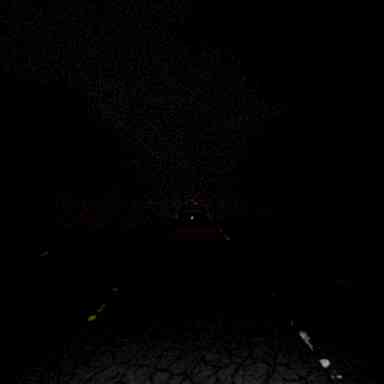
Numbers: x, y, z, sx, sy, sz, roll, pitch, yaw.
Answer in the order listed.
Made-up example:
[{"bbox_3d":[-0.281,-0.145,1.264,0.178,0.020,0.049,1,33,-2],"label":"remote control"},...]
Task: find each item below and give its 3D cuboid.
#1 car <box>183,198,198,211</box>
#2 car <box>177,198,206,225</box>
[{"bbox_3d":[-0.214,1.521,41.665,1.812,1.442,4.674,0,0,-1],"label":"car"},{"bbox_3d":[-0.002,1.446,23.552,2.128,1.511,4.902,0,0,0],"label":"car"}]
